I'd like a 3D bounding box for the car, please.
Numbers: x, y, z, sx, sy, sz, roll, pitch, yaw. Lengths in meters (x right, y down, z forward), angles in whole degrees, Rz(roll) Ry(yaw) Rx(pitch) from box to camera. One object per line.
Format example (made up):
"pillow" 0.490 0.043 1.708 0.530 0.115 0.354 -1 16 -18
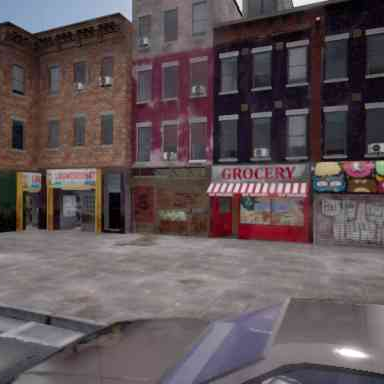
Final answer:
"car" 1.100 1.548 2.184 5.357 1.411 2.033 0 0 23
